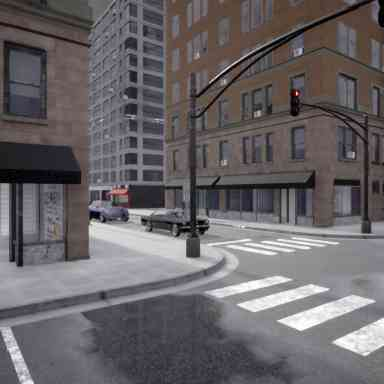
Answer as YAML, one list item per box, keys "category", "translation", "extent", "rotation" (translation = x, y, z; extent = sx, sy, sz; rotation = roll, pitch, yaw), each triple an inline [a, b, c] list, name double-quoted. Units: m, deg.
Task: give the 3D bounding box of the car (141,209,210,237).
- category: "car"
  translation: [-1.046, 1.665, 18.813]
  extent: [1.895, 1.301, 4.718]
  rotation: [0, 0, -35]

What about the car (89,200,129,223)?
- category: "car"
  translation: [-6.812, 1.460, 26.815]
  extent: [2.097, 1.767, 4.553]
  rotation: [0, 0, -36]
